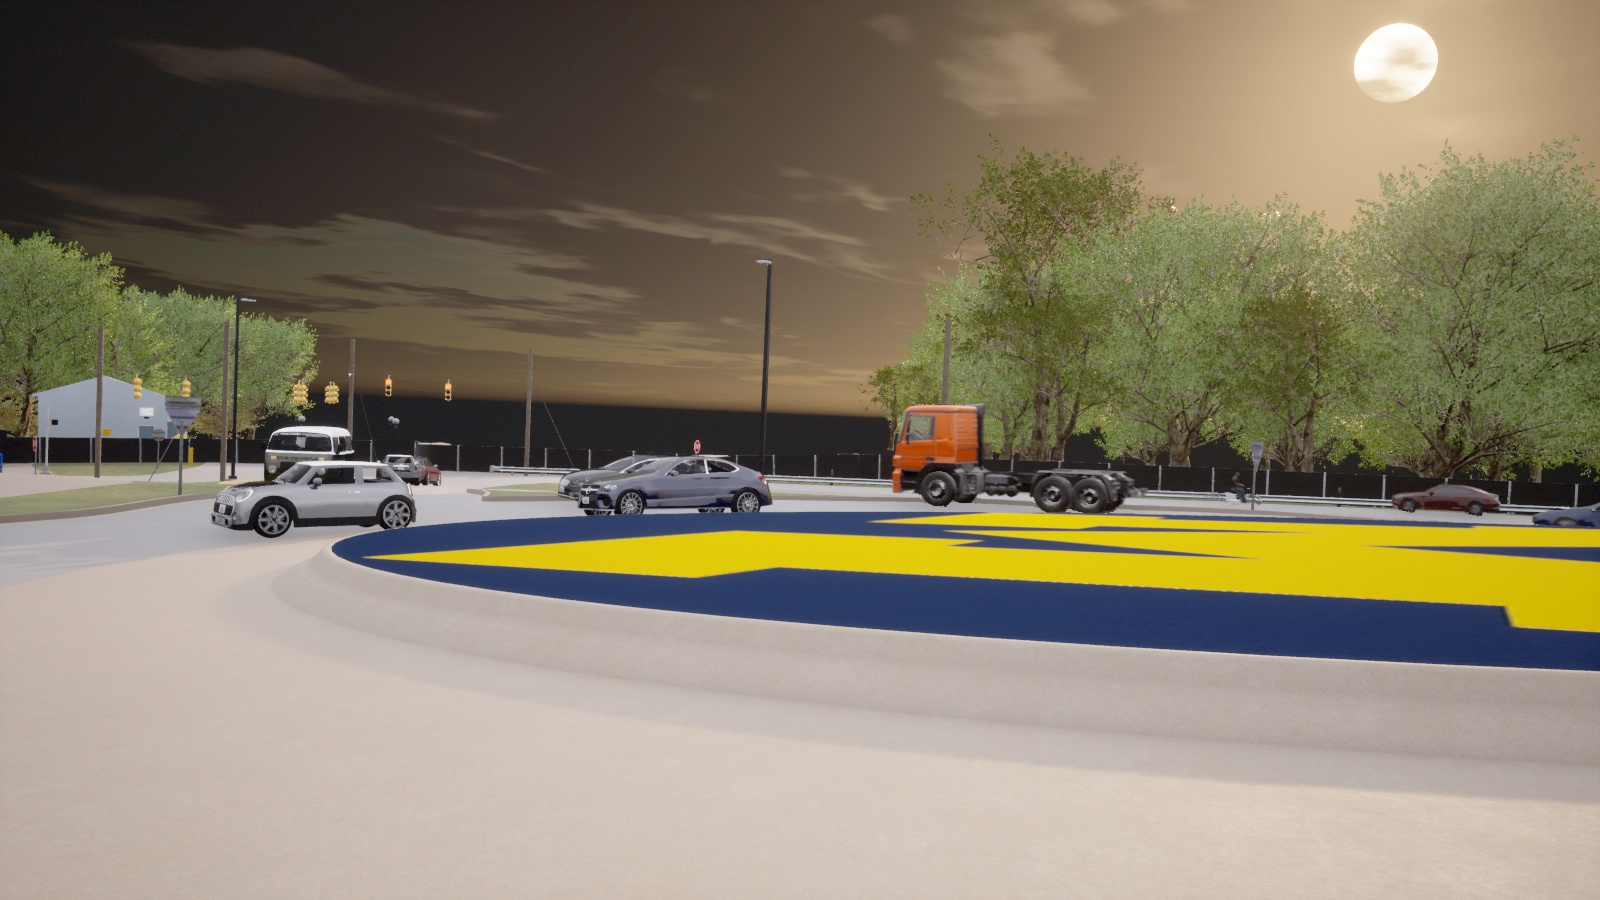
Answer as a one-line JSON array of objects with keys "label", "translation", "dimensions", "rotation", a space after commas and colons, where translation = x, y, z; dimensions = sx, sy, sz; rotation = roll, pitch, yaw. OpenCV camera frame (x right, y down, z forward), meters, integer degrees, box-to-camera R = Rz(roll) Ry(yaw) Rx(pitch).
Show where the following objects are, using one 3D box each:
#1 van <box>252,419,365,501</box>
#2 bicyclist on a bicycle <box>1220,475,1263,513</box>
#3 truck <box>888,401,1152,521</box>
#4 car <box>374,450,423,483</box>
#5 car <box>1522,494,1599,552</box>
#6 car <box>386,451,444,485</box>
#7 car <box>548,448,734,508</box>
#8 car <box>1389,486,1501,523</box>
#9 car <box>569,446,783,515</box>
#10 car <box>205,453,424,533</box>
[{"label": "van", "translation": [-13.515, 0.253, 34.792], "dimensions": [2.069, 2.038, 4.480], "rotation": [3, 0, -11]}, {"label": "bicyclist on a bicycle", "translation": [21.546, 2.132, 61.245], "dimensions": [1.843, 1.776, 0.659], "rotation": [2, 1, 27]}, {"label": "truck", "translation": [7.197, 0.261, 41.367], "dimensions": [7.936, 3.462, 2.891], "rotation": [3, 2, 27]}, {"label": "car", "translation": [-19.596, 0.793, 61.196], "dimensions": [1.970, 1.475, 3.806], "rotation": [2, -1, -22]}, {"label": "car", "translation": [21.670, 1.922, 31.947], "dimensions": [2.033, 1.411, 5.357], "rotation": [1, 0, -36]}, {"label": "car", "translation": [-21.366, 1.013, 69.833], "dimensions": [2.097, 1.767, 4.553], "rotation": [3, -1, -5]}, {"label": "car", "translation": [-4.634, 0.829, 36.849], "dimensions": [4.902, 1.511, 2.128], "rotation": [2, 2, -30]}, {"label": "car", "translation": [30.971, 2.594, 60.397], "dimensions": [4.674, 1.442, 1.812], "rotation": [3, 1, 27]}, {"label": "car", "translation": [-3.144, 0.800, 32.223], "dimensions": [5.027, 1.651, 2.152], "rotation": [2, -1, -33]}, {"label": "car", "translation": [-10.113, 0.857, 26.276], "dimensions": [3.806, 1.475, 1.970], "rotation": [1, 2, -40]}]
